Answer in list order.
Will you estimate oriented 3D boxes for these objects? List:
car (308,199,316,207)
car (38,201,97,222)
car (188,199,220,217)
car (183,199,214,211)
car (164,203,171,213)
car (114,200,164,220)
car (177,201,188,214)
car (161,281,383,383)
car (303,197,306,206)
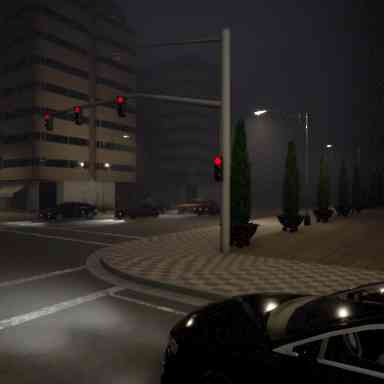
[{"bbox_3d":[19.791,1.619,51.265,1.994,1.385,4.181,0,0,35],"label":"car"},{"bbox_3d":[-10.132,1.560,27.461,1.837,1.490,4.892,0,0,35],"label":"car"},{"bbox_3d":[2.219,1.603,32.468,2.033,1.411,5.357,0,0,35],"label":"car"},{"bbox_3d":[0.940,1.619,43.107,1.994,1.385,4.181,0,0,36],"label":"car"},{"bbox_3d":[-4.511,1.603,35.418,2.033,1.411,5.357,0,0,35],"label":"car"},{"bbox_3d":[-4.757,1.619,29.005,1.994,1.385,4.181,0,0,35],"label":"car"},{"bbox_3d":[0.394,1.533,36.293,1.882,1.535,5.008,0,0,35],"label":"car"},{"bbox_3d":[1.928,1.492,2.598,4.902,1.511,2.128,0,0,36],"label":"car"},{"bbox_3d":[18.524,1.547,55.545,2.128,1.511,4.902,0,0,35],"label":"car"}]
